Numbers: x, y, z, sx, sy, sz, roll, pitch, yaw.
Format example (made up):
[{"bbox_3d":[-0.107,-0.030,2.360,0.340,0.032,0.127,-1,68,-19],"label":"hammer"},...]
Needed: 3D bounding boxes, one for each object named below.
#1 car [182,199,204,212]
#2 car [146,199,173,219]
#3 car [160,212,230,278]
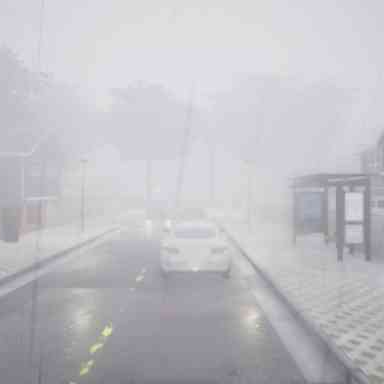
[{"bbox_3d":[0.103,1.465,32.129,2.097,1.767,4.553,0,0,0],"label":"car"},{"bbox_3d":[-2.842,1.457,29.903,2.097,1.767,4.553,0,0,0],"label":"car"},{"bbox_3d":[0.087,1.562,10.125,1.812,1.442,4.674,0,0,0],"label":"car"}]
